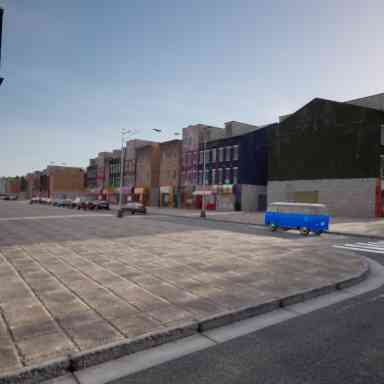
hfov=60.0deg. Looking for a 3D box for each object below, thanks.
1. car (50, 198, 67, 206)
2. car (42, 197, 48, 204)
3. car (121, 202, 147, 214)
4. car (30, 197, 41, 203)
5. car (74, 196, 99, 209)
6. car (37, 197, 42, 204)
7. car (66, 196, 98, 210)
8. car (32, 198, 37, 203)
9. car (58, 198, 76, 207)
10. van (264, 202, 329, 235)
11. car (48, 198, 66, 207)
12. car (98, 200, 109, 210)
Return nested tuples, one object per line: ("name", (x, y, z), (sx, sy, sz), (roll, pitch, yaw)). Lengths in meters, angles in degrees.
("car", (-25.804, 1.886, 64.334), (1.947, 1.339, 4.313), (3, -2, -36))
("car", (-29.101, 1.870, 68.906), (1.752, 1.417, 4.829), (3, -2, -36))
("car", (-6.617, 1.808, 37.730), (1.802, 1.307, 4.206), (3, -2, -36))
("car", (-38.598, 2.010, 82.067), (1.802, 1.307, 4.206), (3, -2, -36))
("car", (-16.202, 1.577, 51.038), (2.192, 1.841, 5.009), (3, -2, -36))
("car", (-32.202, 1.952, 73.201), (1.802, 1.307, 4.206), (3, -2, -36))
("car", (-14.846, 1.489, 44.746), (2.097, 1.767, 4.553), (3, -2, -35))
("car", (-35.396, 1.838, 77.638), (1.967, 1.590, 4.097), (3, -2, -36))
("car", (-22.606, 1.843, 59.901), (1.887, 1.381, 4.507), (3, -2, -36))
("van", (6.183, 1.555, 19.998), (1.690, 1.788, 3.998), (3, -2, -36))
("car", (-20.672, 1.710, 52.719), (2.033, 1.411, 5.357), (3, -2, -36))
("car", (-13.012, 1.813, 46.598), (1.947, 1.339, 4.313), (3, -2, -36))
